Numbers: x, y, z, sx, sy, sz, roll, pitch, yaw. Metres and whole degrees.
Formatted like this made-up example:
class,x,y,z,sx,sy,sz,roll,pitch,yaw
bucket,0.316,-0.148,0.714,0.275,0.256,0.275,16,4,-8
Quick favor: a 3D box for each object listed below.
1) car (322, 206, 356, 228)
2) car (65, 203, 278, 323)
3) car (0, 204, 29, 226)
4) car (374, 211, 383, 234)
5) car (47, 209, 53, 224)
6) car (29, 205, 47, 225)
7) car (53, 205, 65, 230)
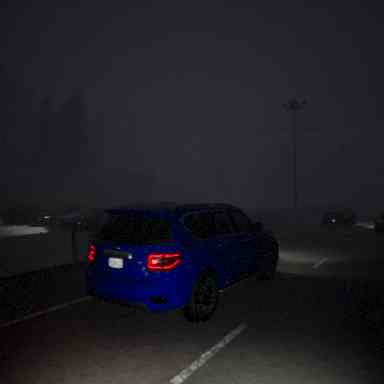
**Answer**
class,x,y,z,sx,sy,sz,roll,pitch,yaw
car,10.764,1.767,24.271,1.812,1.442,4.674,0,-1,32
car,0.200,1.269,7.682,2.150,2.045,5.566,0,-1,32
car,-13.532,1.682,25.585,1.882,1.535,5.008,0,-1,32
car,12.097,1.749,19.848,1.994,1.385,4.181,0,-1,32
car,-7.082,1.707,22.682,1.812,1.442,4.674,0,-1,32
car,-9.459,1.713,25.465,1.837,1.490,4.892,0,-1,32
car,-5.101,1.627,19.277,1.882,1.535,5.008,0,-1,32
